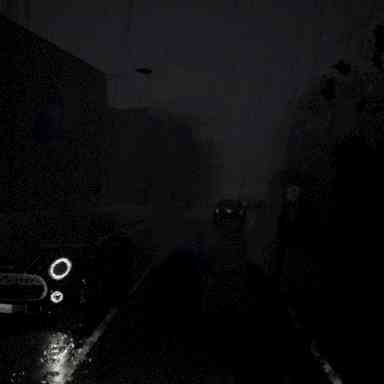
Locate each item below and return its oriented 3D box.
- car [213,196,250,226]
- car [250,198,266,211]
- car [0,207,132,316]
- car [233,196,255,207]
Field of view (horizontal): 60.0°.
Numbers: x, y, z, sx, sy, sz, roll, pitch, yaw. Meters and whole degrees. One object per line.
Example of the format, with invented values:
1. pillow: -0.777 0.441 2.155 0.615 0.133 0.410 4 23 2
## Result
1. car: 2.787 1.286 23.385 2.097 1.767 4.553 1 0 11
2. car: 7.896 1.478 40.906 1.882 1.535 5.008 2 0 20
3. car: -2.902 1.296 7.681 2.097 1.767 4.553 0 0 5
4. car: 7.805 1.443 49.593 1.837 1.490 4.892 2 0 25
